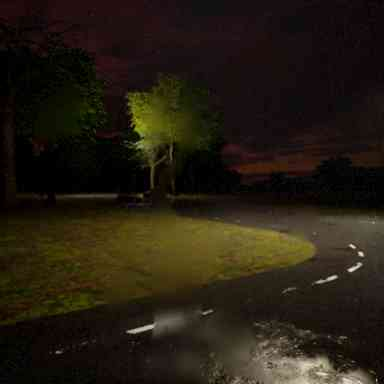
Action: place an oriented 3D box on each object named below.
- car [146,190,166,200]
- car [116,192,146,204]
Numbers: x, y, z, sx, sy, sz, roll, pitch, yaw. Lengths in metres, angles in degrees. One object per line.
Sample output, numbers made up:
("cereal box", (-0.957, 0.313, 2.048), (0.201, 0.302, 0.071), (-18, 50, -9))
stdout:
("car", (-5.703, 0.378, 50.589), (2.128, 1.511, 4.902), (-1, 2, -35))
("car", (-7.989, 0.727, 41.722), (1.994, 1.385, 4.181), (-1, 2, -35))
